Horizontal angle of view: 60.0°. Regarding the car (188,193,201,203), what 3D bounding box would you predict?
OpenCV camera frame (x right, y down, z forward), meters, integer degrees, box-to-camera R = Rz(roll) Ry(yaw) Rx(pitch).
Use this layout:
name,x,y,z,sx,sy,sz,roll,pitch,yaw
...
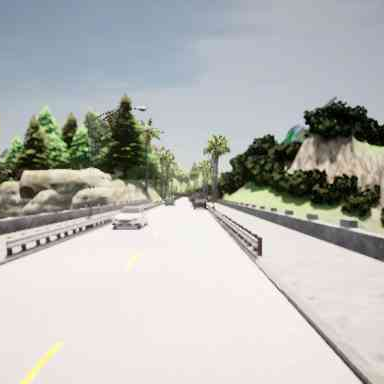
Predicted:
name,x,y,z,sx,sy,sz,roll,pitch,yaw
car,0.806,1.382,60.005,2.150,2.045,5.566,-25,0,0

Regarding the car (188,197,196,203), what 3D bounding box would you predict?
name,x,y,z,sx,sy,sz,roll,pitch,yaw
car,-0.019,1.951,83.594,1.837,1.490,4.892,0,0,0

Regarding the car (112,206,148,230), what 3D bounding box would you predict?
name,x,y,z,sx,sy,sz,roll,pitch,yaw
car,-4.103,1.687,22.688,1.812,1.442,4.674,0,-1,0

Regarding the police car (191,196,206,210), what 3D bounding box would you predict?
name,x,y,z,sx,sy,sz,roll,pitch,yaw
police car,1.147,1.782,50.088,1.930,1.638,5.238,0,0,0

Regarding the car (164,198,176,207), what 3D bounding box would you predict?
name,x,y,z,sx,sy,sz,roll,pitch,yaw
car,-4.031,1.946,61.409,1.837,1.490,4.892,0,0,0

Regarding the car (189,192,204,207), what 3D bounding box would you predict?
name,x,y,z,sx,sy,sz,roll,pitch,yaw
car,0.796,1.424,66.007,2.150,2.045,5.566,-25,0,0
